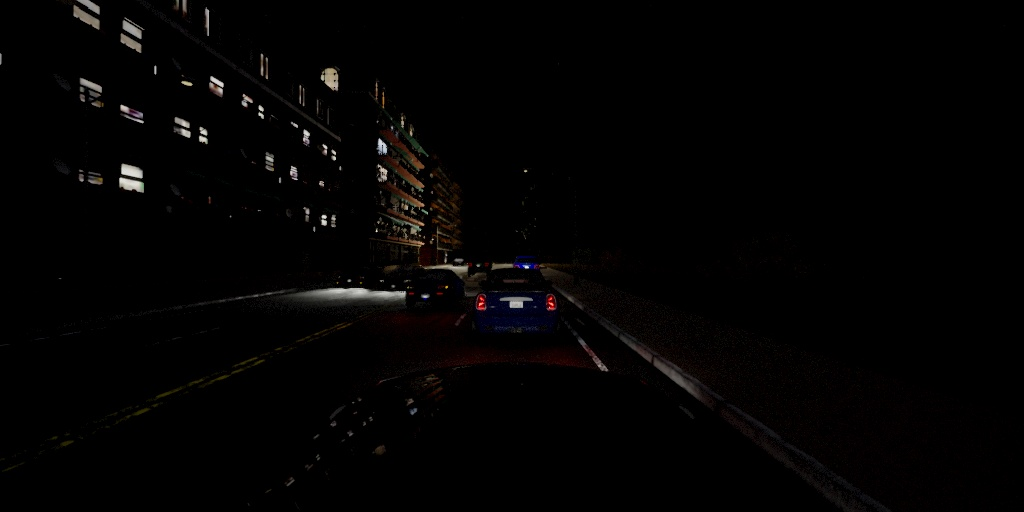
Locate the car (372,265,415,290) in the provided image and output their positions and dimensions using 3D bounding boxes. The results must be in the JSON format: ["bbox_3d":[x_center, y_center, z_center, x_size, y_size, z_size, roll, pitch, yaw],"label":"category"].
[{"bbox_3d":[-6.601,1.300,22.590,2.033,1.411,5.357,0,0,0],"label":"car"}]

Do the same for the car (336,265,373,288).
[{"bbox_3d":[-9.850,1.316,23.686,1.994,1.385,4.181,0,0,0],"label":"car"}]

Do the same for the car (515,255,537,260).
[{"bbox_3d":[1.139,0.978,30.065,2.150,2.045,5.566,0,0,0],"label":"car"}]

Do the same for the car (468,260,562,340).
[{"bbox_3d":[0.098,1.103,10.112,2.097,1.767,4.553,0,0,0],"label":"car"}]

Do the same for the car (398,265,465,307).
[{"bbox_3d":[-3.156,1.277,15.343,1.812,1.442,4.674,0,0,0],"label":"car"}]

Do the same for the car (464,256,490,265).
[{"bbox_3d":[-3.148,0.977,36.245,2.150,2.045,5.566,0,0,0],"label":"car"}]
